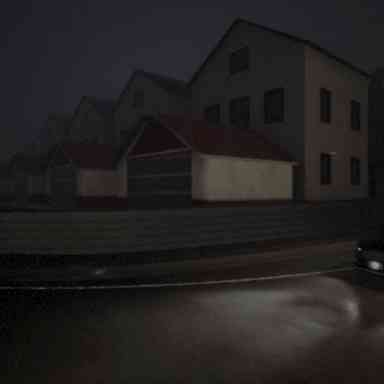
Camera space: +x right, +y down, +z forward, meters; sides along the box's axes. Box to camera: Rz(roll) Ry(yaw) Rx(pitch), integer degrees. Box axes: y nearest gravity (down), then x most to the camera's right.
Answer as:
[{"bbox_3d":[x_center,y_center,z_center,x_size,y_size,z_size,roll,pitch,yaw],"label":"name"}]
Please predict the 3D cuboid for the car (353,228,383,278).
[{"bbox_3d":[6.276,1.343,8.479,4.902,1.511,2.128,-1,1,-26],"label":"car"}]
